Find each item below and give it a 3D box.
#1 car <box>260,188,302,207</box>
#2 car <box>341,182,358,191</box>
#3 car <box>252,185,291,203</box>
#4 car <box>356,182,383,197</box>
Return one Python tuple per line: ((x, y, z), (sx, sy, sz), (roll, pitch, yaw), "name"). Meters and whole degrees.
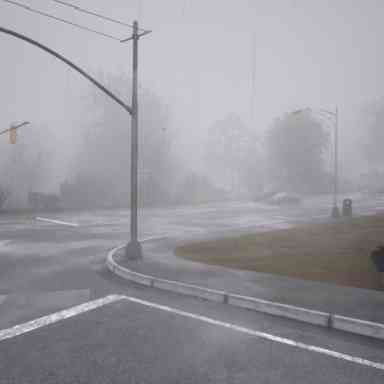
((10.127, 0.724, 36.466), (4.674, 1.442, 1.812), (-3, 2, -33), "car")
((23.600, -0.659, 47.991), (4.892, 1.490, 1.837), (-4, 2, -25), "car")
((9.941, 0.278, 40.519), (5.566, 2.045, 2.150), (-3, 2, -32), "car")
((25.079, -0.296, 44.823), (4.902, 1.511, 2.128), (-4, 2, -25), "car")
